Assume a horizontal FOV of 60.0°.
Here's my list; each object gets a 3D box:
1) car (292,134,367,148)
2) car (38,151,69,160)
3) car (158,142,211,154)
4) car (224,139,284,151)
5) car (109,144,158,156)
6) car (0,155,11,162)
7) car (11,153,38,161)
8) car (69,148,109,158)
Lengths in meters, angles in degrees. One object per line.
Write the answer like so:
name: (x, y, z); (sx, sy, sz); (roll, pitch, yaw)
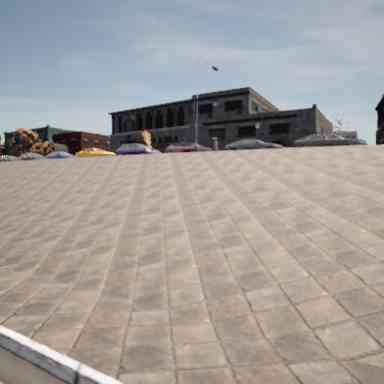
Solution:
car: (9.613, -3.349, 23.477); (4.892, 1.521, 2.231); (1, 1, 27)
car: (-14.534, -3.788, 37.103); (4.674, 1.452, 2.002); (1, 1, 33)
car: (-0.080, -3.509, 28.549); (4.792, 1.488, 2.163); (1, 1, 29)
car: (4.782, -3.404, 25.939); (4.674, 1.452, 2.002); (1, 1, 28)
car: (-5.072, -3.763, 31.352); (4.553, 1.767, 2.185); (1, 1, 31)
car: (-23.744, -3.990, 43.237); (4.892, 1.521, 2.231); (1, 0, 34)
car: (-19.180, -3.918, 40.134); (4.892, 1.521, 2.231); (1, 1, 34)
car: (-9.824, -3.732, 34.171); (5.008, 1.535, 2.097); (1, 1, 32)
